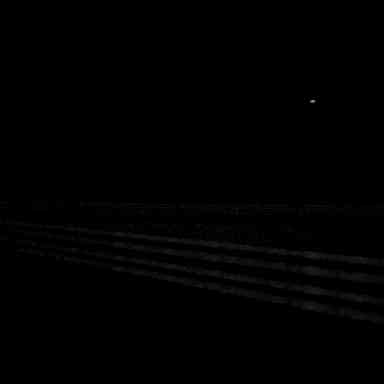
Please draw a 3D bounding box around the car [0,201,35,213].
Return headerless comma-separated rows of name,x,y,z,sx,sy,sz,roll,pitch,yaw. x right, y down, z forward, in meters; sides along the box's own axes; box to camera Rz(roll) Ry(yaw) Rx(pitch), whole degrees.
car,-20.850,1.711,38.779,5.357,1.411,2.033,0,0,17
